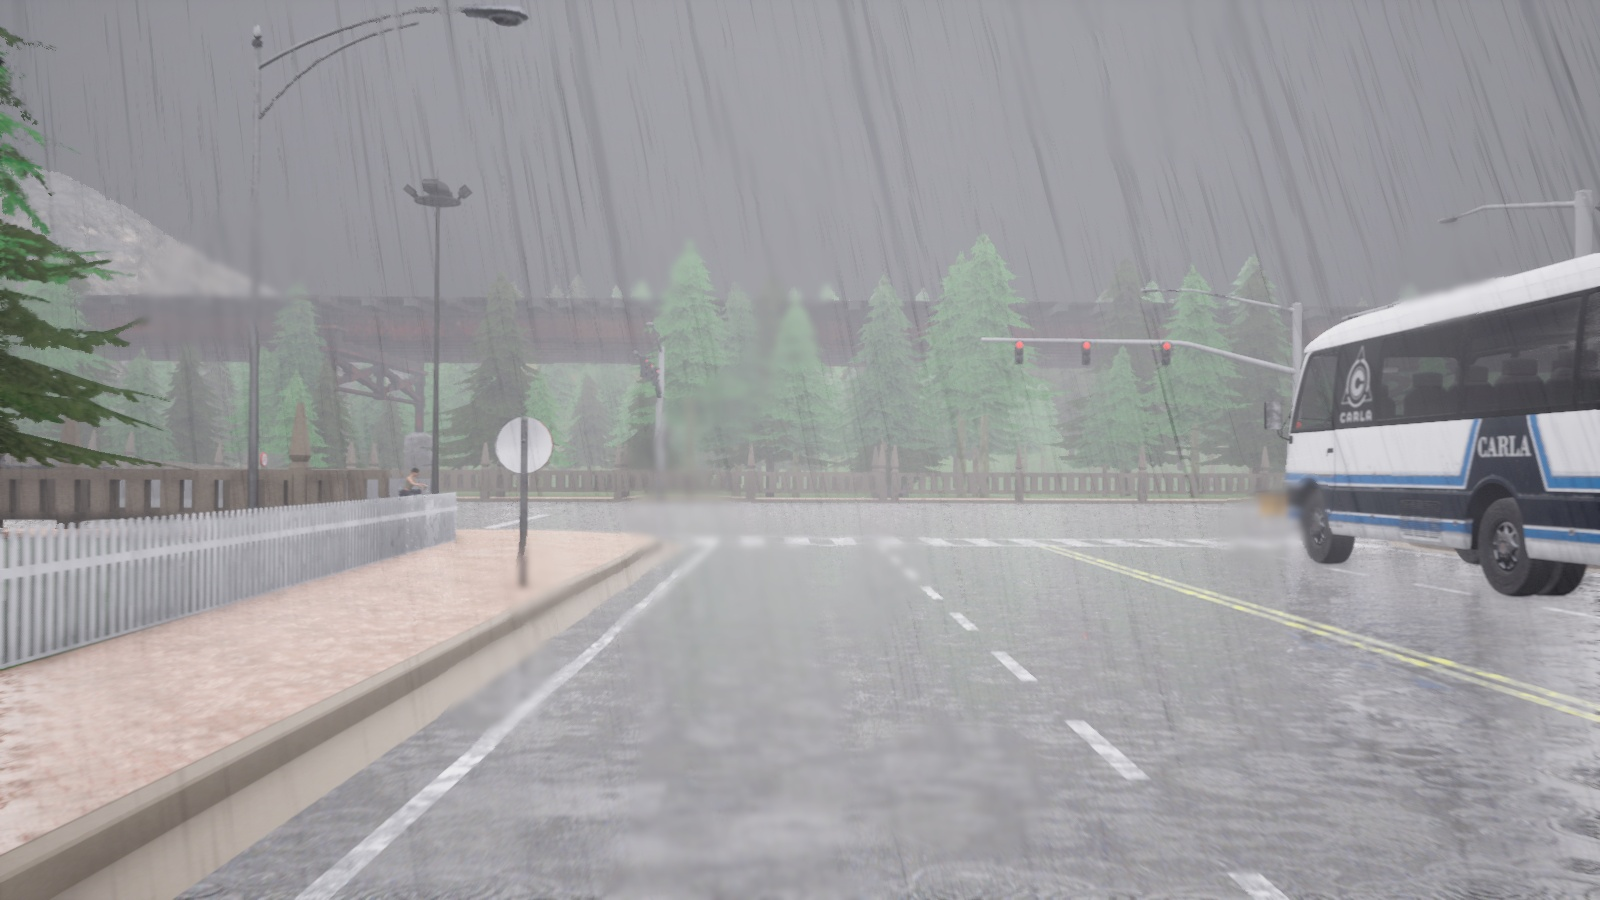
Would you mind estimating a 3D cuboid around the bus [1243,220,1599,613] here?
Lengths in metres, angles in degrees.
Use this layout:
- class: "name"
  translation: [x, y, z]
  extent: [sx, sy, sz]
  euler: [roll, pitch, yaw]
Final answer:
- class: "bus"
  translation: [10.447, -0.290, 18.756]
  extent: [3.944, 4.253, 10.273]
  euler: [0, -1, 0]

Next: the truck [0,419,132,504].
- class: "truck"
  translation: [-34.440, 0.411, 55.614]
  extent: [7.936, 3.462, 2.891]
  euler: [3, -1, -2]
